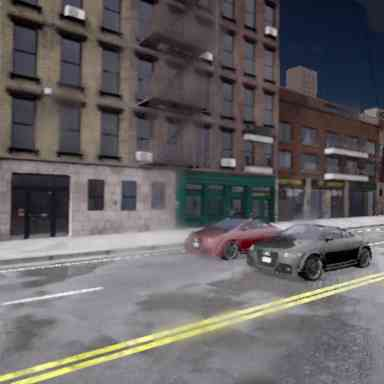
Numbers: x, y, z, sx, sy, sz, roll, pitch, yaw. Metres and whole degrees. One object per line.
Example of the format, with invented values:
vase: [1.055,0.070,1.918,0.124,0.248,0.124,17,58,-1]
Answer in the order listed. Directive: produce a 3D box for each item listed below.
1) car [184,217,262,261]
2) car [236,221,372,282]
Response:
car: [1.776,1.699,12.885,4.181,1.385,1.994,1,-1,-35]
car: [3.668,1.687,10.241,4.181,1.385,1.994,1,-1,-35]
